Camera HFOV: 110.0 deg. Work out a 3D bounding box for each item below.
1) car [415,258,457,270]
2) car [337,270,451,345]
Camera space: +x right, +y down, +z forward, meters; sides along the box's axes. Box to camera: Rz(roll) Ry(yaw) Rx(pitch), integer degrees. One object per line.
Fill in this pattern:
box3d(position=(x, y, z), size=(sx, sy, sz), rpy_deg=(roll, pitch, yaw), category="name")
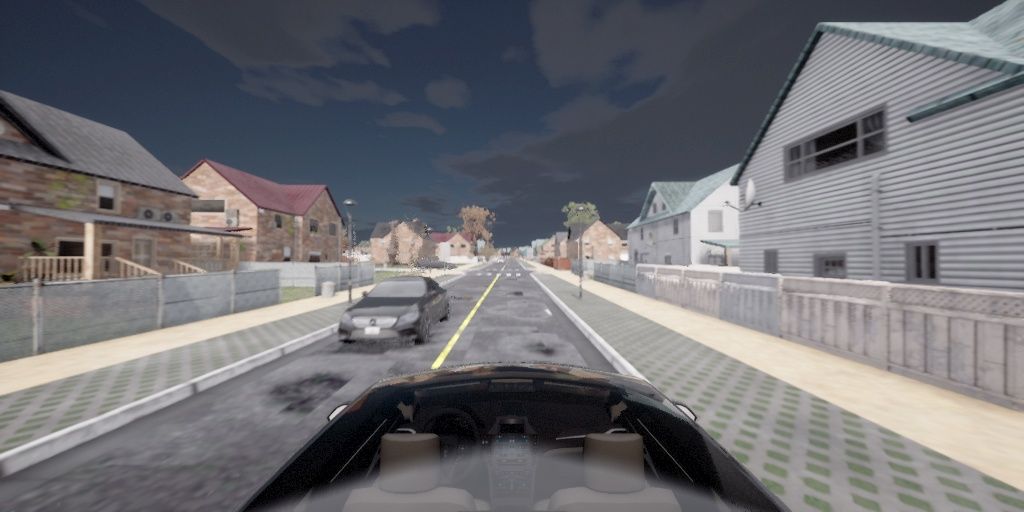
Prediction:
box3d(position=(-9.114, 1.017, 42.948), size=(4.902, 1.511, 2.128), rpy_deg=(1, -1, 0), category="car")
box3d(position=(-2.850, 1.269, 9.648), size=(1.812, 1.442, 4.674), rpy_deg=(0, 0, 0), category="car")
